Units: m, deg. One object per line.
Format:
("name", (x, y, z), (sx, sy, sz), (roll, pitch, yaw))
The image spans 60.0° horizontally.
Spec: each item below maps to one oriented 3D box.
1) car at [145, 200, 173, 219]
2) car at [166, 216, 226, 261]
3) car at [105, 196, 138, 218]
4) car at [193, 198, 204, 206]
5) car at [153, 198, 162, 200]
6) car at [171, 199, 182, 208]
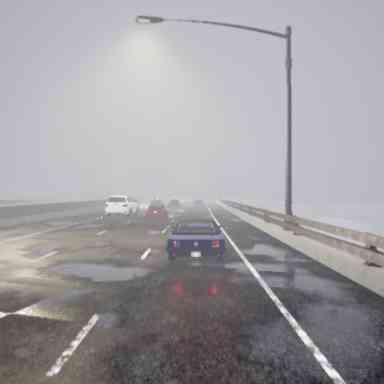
("car", (-3.118, 1.684, 30.487), (1.994, 1.385, 4.181), (0, 0, 1))
("car", (0.148, 1.648, 12.517), (1.895, 1.301, 4.718), (0, 0, 0))
("car", (-6.602, 1.347, 31.659), (2.150, 2.045, 5.566), (0, 0, 1))
("car", (1.123, 1.768, 58.911), (2.128, 1.511, 4.902), (0, 0, 2))
("car", (-5.922, 1.759, 57.675), (2.128, 1.511, 4.902), (0, 0, 2))
("car", (-2.622, 1.754, 51.219), (1.812, 1.442, 4.674), (0, 0, 2))
